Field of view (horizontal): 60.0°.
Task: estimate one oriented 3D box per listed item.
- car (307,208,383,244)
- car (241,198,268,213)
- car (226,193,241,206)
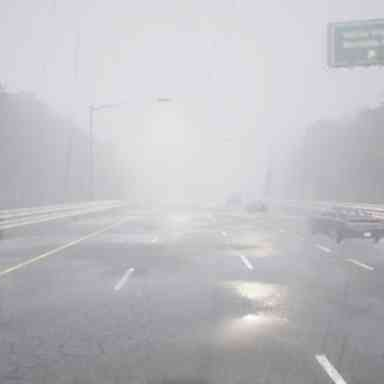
[{"bbox_3d":[7.001,1.494,15.699,2.128,1.511,4.902,0,0,0],"label":"car"},{"bbox_3d":[7.002,1.573,36.705,1.994,1.385,4.181,0,0,0],"label":"car"},{"bbox_3d":[7.005,1.253,55.709,2.150,2.045,5.566,0,0,0],"label":"car"}]
